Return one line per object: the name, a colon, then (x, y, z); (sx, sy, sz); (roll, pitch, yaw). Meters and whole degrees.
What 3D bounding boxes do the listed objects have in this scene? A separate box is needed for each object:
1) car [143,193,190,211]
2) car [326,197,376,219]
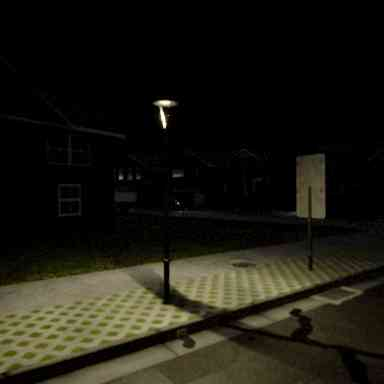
car: (-2.409, 0.895, 31.589); (4.553, 1.767, 2.097); (1, 1, 34)
car: (11.365, 1.159, 25.593); (4.892, 1.490, 1.837); (1, 0, 36)
